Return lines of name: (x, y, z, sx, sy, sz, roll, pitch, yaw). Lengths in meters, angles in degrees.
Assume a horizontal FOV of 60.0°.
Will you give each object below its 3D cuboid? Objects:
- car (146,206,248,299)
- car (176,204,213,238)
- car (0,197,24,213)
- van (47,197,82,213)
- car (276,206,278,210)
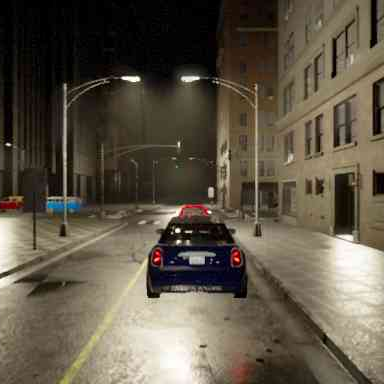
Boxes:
car: (0.106, 1.374, 8.658, 2.097, 1.767, 4.553, 0, 0, 0)
car: (0.106, 1.530, 19.228, 1.882, 1.535, 5.008, 0, 0, 0)
car: (-20.335, 1.459, 37.936, 5.009, 1.841, 2.192, 0, 0, -1)
van: (-14.694, 1.486, 38.018, 3.998, 1.788, 1.690, 0, 0, -1)
car: (12.149, 1.628, 38.403, 4.829, 1.417, 1.752, 0, 0, -1)
